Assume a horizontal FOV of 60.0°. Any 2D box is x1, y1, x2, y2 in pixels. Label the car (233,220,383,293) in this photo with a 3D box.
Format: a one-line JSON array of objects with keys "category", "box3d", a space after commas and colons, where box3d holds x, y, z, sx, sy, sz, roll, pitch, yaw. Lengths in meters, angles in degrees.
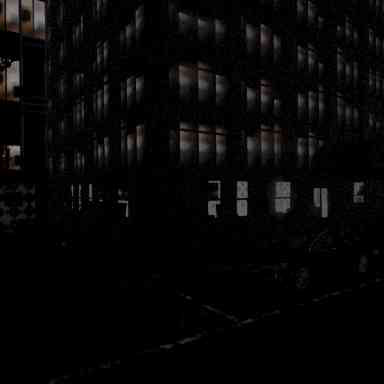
[{"category": "car", "box3d": [3.023, 1.549, 8.719, 4.403, 1.369, 2.008, 0, -1, -35]}]
